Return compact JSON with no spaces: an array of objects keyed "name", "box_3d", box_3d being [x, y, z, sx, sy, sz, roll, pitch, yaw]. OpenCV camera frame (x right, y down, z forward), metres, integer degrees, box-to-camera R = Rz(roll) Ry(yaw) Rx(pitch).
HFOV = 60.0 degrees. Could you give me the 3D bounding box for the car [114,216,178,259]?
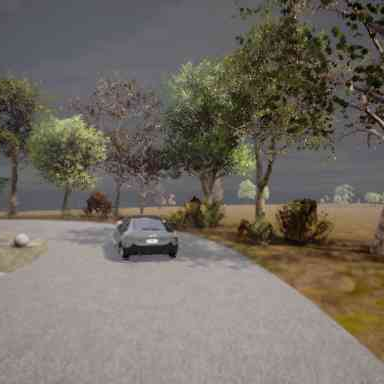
[{"name":"car","box_3d":[-1.889,1.595,12.882,1.994,1.385,4.181,0,0,-17]}]
